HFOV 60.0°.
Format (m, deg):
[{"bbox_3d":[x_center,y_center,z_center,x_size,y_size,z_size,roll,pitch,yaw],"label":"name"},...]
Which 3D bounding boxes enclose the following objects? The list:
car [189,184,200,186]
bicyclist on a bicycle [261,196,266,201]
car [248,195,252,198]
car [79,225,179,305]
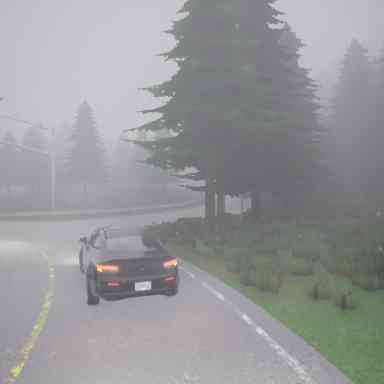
[{"bbox_3d":[0.516,-1.746,69.755,1.994,1.385,4.181,0,5,-8],"label":"car"},{"bbox_3d":[6.284,0.894,30.423,1.656,1.620,0.582,-13,-4,35],"label":"bicyclist on a bicycle"},{"bbox_3d":[7.675,0.147,47.416,1.837,1.490,4.892,2,4,-4],"label":"car"},{"bbox_3d":[-1.691,1.526,8.139,1.812,1.442,4.674,0,0,-21],"label":"car"}]
